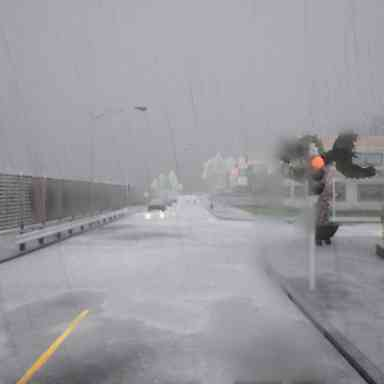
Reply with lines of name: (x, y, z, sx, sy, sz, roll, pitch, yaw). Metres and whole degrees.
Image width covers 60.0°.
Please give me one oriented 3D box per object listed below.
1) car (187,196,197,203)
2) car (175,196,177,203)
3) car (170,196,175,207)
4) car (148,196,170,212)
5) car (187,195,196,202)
car: (-0.077, 1.601, 68.351, 1.812, 1.442, 4.674, 0, 0, 0)
car: (-4.078, 1.554, 69.212, 1.882, 1.535, 5.008, 0, 0, 0)
car: (-4.142, 1.618, 50.717, 1.994, 1.385, 4.181, 0, 0, 0)
car: (-4.136, 1.522, 40.231, 1.882, 1.535, 5.008, 0, 0, 0)
car: (-0.088, 1.519, 78.355, 1.994, 1.385, 4.181, 0, 0, 0)
